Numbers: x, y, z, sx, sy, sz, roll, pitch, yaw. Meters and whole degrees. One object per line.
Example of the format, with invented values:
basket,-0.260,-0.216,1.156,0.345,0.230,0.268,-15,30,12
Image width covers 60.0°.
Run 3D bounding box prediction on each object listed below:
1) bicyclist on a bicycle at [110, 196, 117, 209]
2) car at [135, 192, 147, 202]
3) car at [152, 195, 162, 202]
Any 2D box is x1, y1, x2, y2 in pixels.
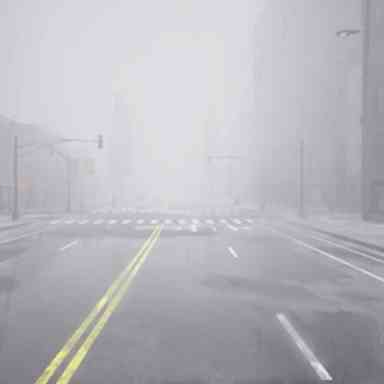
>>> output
bicyclist on a bicycle,-9.617,1.297,40.902,0.866,1.612,1.509,2,0,1
car,-10.389,1.015,68.064,2.150,2.045,5.566,0,0,-5
car,-7.154,1.267,68.376,1.882,1.535,5.008,0,0,-5
